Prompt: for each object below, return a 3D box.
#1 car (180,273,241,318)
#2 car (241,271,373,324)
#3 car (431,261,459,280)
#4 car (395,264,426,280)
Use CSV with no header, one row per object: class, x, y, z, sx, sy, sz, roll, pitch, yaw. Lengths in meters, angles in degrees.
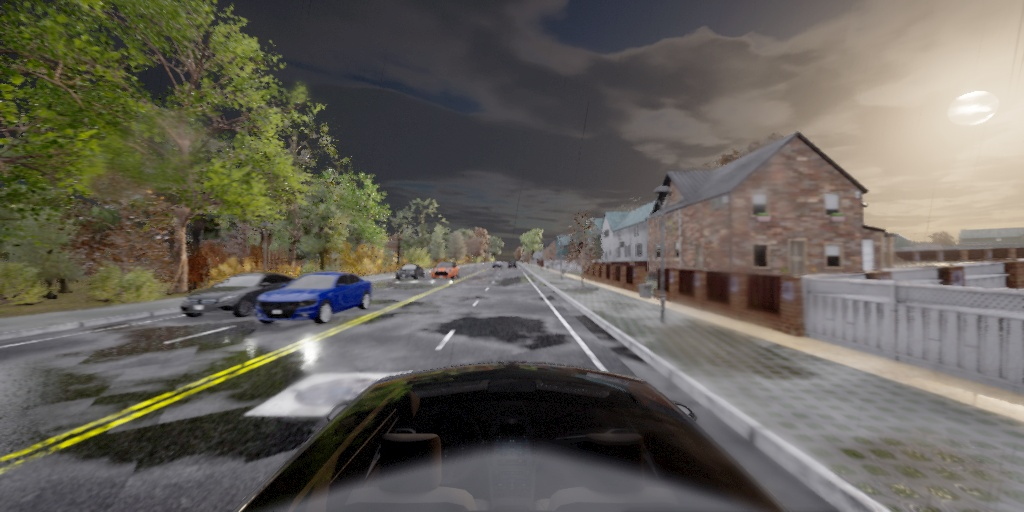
car,-9.819,1.355,13.577,1.812,1.442,4.674,0,0,0
car,-6.576,1.302,12.528,1.882,1.535,5.008,0,0,0
car,-6.492,1.350,35.186,2.097,1.767,4.553,0,0,0
car,-9.746,1.517,34.725,1.812,1.442,4.674,0,-1,1
